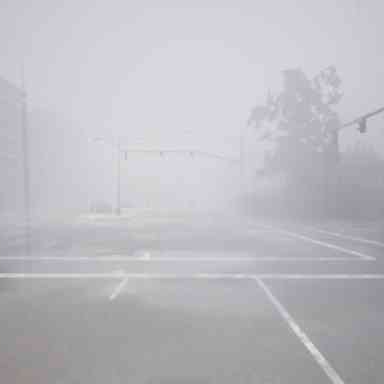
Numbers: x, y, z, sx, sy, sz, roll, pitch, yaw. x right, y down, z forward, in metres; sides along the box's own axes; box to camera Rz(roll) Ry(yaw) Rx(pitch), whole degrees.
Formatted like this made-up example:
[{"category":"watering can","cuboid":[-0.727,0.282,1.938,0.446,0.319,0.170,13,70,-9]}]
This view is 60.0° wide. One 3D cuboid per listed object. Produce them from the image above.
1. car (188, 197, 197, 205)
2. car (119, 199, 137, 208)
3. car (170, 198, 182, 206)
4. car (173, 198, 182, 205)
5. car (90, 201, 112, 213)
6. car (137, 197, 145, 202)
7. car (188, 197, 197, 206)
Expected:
[{"category":"car","cuboid":[0.033,2.084,79.192,2.097,1.767,4.553,0,-1,0]},{"category":"car","cuboid":[-11.515,2.130,58.907,1.994,1.385,4.181,0,-1,1]},{"category":"car","cuboid":[-3.471,2.188,69.222,1.812,1.442,4.674,0,-1,0]},{"category":"car","cuboid":[-3.467,2.207,79.222,1.882,1.535,5.008,0,-1,0]},{"category":"car","cuboid":[-11.566,1.899,42.432,2.128,1.511,4.902,0,0,0]},{"category":"car","cuboid":[-11.469,1.828,74.201,1.837,1.490,4.892,0,-1,0]},{"category":"car","cuboid":[0.028,2.161,68.804,1.837,1.490,4.892,0,-1,0]}]
